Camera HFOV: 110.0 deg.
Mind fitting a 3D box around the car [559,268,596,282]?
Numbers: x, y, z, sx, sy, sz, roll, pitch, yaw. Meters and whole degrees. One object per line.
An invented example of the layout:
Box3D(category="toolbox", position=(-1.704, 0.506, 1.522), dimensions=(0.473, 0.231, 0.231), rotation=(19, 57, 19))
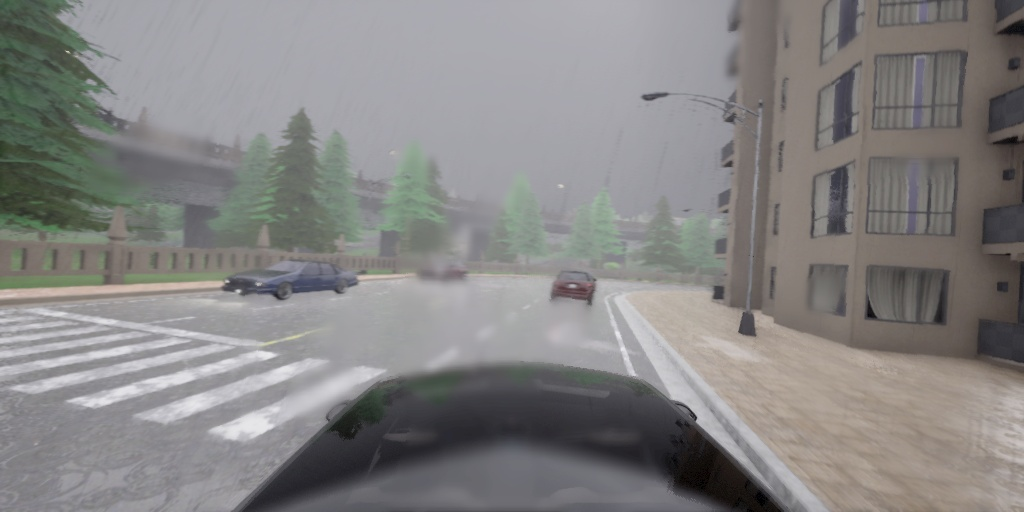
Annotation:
Box3D(category="car", position=(8.289, 2.381, 45.456), dimensions=(4.674, 1.442, 1.812), rotation=(5, -1, -36))

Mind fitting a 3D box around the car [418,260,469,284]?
Box3D(category="car", position=(-5.077, 1.066, 27.126), dimensions=(2.097, 1.767, 4.553), rotation=(4, -1, 21))

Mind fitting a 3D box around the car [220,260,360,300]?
Box3D(category="car", position=(-8.540, 0.870, 14.618), dimensions=(2.033, 1.411, 5.357), rotation=(4, -1, 13))

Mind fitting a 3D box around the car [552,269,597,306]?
Box3D(category="car", position=(3.494, 1.560, 19.629), dimensions=(2.097, 1.767, 4.553), rotation=(4, -1, 14))
